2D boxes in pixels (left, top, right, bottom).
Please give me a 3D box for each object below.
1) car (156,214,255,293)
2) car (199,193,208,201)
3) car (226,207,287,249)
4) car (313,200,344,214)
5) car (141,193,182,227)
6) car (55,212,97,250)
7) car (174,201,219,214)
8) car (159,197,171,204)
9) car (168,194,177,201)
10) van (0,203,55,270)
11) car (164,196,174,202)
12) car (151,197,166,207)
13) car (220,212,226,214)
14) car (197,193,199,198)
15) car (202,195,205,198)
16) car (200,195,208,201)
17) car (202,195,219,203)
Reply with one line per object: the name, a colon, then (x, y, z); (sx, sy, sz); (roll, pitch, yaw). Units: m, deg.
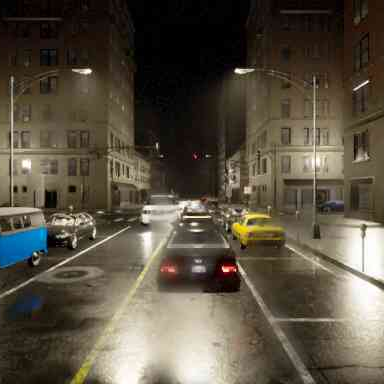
car: (0.136, 1.547, 8.970); (2.033, 1.411, 5.357); (0, 0, 0)
car: (2.931, 1.434, 69.120); (1.967, 1.590, 4.097); (0, 0, 0)
car: (2.703, 1.525, 14.281); (1.752, 1.417, 4.829); (0, 0, 0)
car: (14.660, 1.473, 34.106); (4.181, 1.385, 1.994); (0, 0, 0)
car: (-2.028, 1.213, 23.086); (2.150, 2.045, 5.566); (0, 1, 0)
car: (-5.332, 1.550, 14.145); (2.008, 1.369, 4.403); (0, 0, 0)
car: (0.192, 1.491, 19.416); (2.128, 1.511, 4.902); (0, 0, -2)
car: (-5.118, 1.561, 63.470); (1.947, 1.339, 4.313); (0, 0, 0)
car: (-5.021, 1.428, 86.194); (1.967, 1.590, 4.097); (0, 0, 0)
van: (-5.357, 1.341, 8.738); (1.690, 1.788, 3.998); (0, 0, 0)
car: (-5.069, 1.542, 74.832); (2.008, 1.369, 4.403); (0, 0, 0)
car: (-5.168, 1.523, 51.938); (1.752, 1.417, 4.829); (0, 0, 0)
car: (2.720, 1.550, 19.517); (2.008, 1.369, 4.403); (0, 0, 0)
car: (2.980, 1.305, 80.483); (2.192, 1.841, 5.009); (0, 0, 0)
car: (2.858, 1.579, 52.074); (1.802, 1.307, 4.206); (0, 0, 0)
car: (3.004, 1.554, 86.165); (1.947, 1.339, 4.313); (0, 0, 0)
car: (2.834, 1.549, 46.393); (2.008, 1.369, 4.403); (0, 0, 0)
